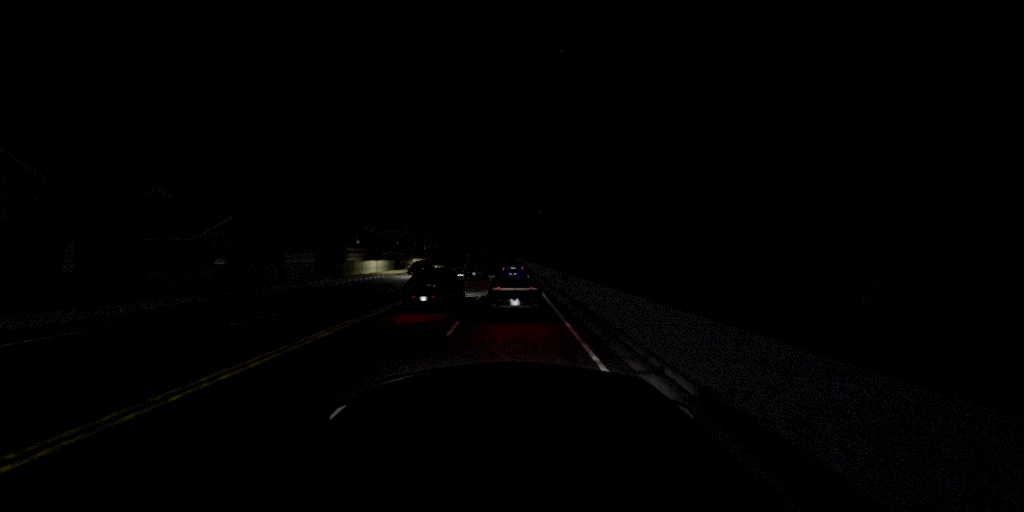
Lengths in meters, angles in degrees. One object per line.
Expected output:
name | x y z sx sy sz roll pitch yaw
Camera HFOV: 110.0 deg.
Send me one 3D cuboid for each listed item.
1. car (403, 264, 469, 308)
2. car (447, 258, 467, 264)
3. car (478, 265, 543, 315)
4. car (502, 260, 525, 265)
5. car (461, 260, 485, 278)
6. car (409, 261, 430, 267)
car | -3.150 1.264 15.174 1.837 1.490 4.892 0 0 0
car | -6.592 1.289 40.769 1.837 1.490 4.892 0 -1 0
car | 0.100 1.249 13.590 2.128 1.511 4.902 0 0 0
car | 0.101 1.123 30.745 2.097 1.767 4.553 0 0 0
car | -3.149 1.298 32.027 1.812 1.442 4.674 0 0 0
car | -9.843 1.286 38.710 1.837 1.490 4.892 0 -1 0
